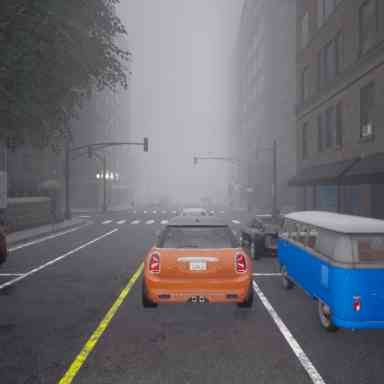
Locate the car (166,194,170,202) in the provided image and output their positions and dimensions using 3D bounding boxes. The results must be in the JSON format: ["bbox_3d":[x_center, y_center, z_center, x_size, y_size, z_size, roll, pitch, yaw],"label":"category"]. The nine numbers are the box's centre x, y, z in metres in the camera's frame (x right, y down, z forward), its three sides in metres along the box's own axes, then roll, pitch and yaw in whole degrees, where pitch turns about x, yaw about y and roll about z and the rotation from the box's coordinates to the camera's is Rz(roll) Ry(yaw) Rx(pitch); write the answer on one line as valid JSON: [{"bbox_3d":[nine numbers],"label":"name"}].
[{"bbox_3d":[-5.653,1.515,61.094,1.887,1.381,4.507,0,0,0],"label":"car"}]

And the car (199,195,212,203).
[{"bbox_3d":[2.872,1.410,66.579,1.967,1.590,4.097,0,0,0],"label":"car"}]

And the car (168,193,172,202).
[{"bbox_3d":[-5.652,1.515,66.545,1.887,1.381,4.507,0,0,0],"label":"car"}]

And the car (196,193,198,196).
[{"bbox_3d":[2.880,1.507,93.991,1.752,1.417,4.829,0,0,0],"label":"car"}]

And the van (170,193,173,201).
[{"bbox_3d":[-5.651,1.312,71.996,1.690,1.788,3.998,0,0,0],"label":"van"}]

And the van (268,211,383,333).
[{"bbox_3d":[2.858,1.340,6.542,1.690,1.788,3.998,0,0,0],"label":"van"}]

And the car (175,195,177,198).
[{"bbox_3d":[-5.649,1.290,82.897,2.192,1.841,5.009,0,0,0],"label":"car"}]

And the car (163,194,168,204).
[{"bbox_3d":[-5.655,1.522,55.643,2.008,1.369,4.403,0,0,0],"label":"car"}]

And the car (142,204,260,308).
[{"bbox_3d":[0.104,1.351,8.096,2.097,1.767,4.553,0,0,0],"label":"car"}]

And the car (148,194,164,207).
[{"bbox_3d":[-5.656,1.498,50.023,1.752,1.417,4.829,0,0,0],"label":"car"}]

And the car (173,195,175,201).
[{"bbox_3d":[-5.649,1.523,77.446,2.008,1.369,4.403,0,0,0],"label":"car"}]

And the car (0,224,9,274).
[{"bbox_3d":[-5.667,1.314,6.504,2.192,1.841,5.009,0,0,0],"label":"car"}]

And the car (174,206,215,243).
[{"bbox_3d":[0.106,1.521,17.097,1.812,1.442,4.674,0,0,0],"label":"car"}]

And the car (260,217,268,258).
[{"bbox_3d":[2.860,1.563,12.202,1.947,1.339,4.313,0,0,0],"label":"car"}]
